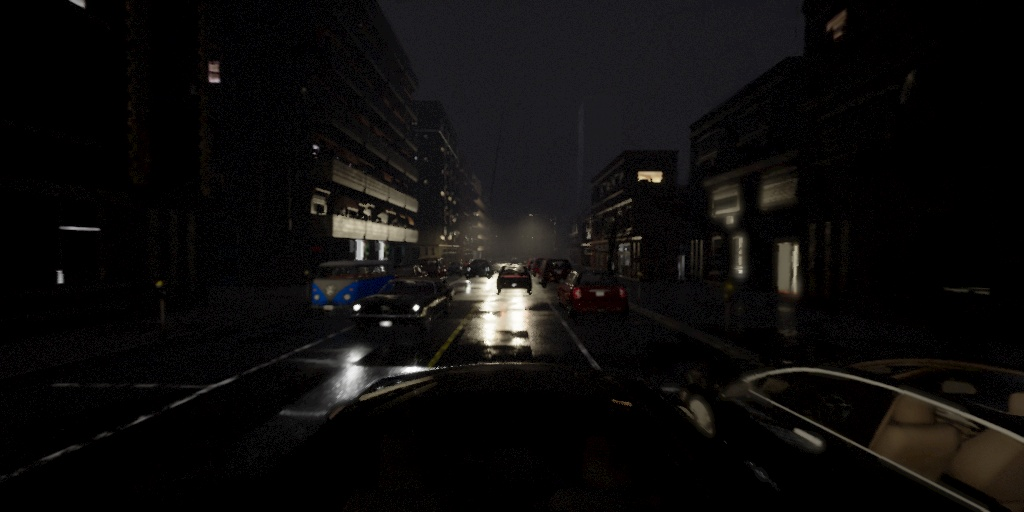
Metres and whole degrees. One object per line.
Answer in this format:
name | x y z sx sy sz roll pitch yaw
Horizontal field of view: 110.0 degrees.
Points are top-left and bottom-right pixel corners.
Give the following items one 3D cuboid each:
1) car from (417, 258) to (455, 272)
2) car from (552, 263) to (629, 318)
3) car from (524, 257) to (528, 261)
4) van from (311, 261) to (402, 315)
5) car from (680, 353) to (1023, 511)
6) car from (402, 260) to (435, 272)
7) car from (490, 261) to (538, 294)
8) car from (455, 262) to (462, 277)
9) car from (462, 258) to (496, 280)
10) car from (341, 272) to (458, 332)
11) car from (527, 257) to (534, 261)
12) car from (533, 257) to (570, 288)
car | -5.539 1.036 23.939 2.192 1.841 5.009 0 0 0
car | 2.758 1.205 13.053 1.967 1.591 4.097 0 0 0
car | 3.007 1.080 45.495 2.192 1.841 5.009 0 0 0
van | -5.622 1.062 13.125 1.690 1.789 3.998 0 0 0
car | 2.676 1.315 2.239 2.007 1.370 4.403 0 0 0
car | -5.580 1.161 18.532 1.967 1.591 4.097 0 0 0
car | 0.129 1.243 20.349 2.128 1.511 4.902 0 0 0
car | -5.457 1.272 34.753 2.007 1.370 4.403 0 0 0
car | -2.804 1.087 31.594 2.097 1.767 4.553 0 0 1
car | -3.043 1.335 10.874 1.895 1.301 4.718 0 0 0
car | 2.924 1.081 34.681 2.192 1.841 5.009 0 0 0
car | 2.841 1.080 23.867 2.192 1.841 5.009 0 0 0
